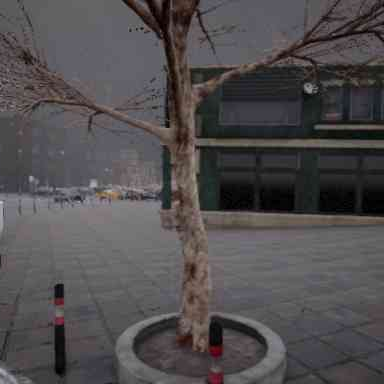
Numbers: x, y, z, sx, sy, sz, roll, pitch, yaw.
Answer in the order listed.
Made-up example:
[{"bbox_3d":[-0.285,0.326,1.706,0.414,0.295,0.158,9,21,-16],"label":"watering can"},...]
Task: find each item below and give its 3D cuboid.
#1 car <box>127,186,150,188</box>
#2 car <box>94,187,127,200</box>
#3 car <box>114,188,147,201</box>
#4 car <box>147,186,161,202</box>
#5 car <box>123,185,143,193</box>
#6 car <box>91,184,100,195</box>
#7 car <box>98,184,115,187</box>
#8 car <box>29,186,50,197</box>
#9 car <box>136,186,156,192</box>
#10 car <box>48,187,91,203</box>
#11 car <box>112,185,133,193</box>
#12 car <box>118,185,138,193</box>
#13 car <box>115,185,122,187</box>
[{"bbox_3d":[-9.648,0.161,61.287,1.882,1.535,5.008,2,2,17],"label":"car"},{"bbox_3d":[-12.523,0.356,51.321,1.882,1.535,5.008,2,1,16],"label":"car"},{"bbox_3d":[-9.436,0.503,51.208,2.033,1.411,5.357,2,1,16],"label":"car"},{"bbox_3d":[-4.108,0.401,52.736,4.553,1.767,2.185,2,2,16],"label":"car"},{"bbox_3d":[-15.324,-0.828,86.637,4.553,1.767,2.185,2,2,16],"label":"car"},{"bbox_3d":[-21.457,-0.232,65.457,4.892,1.521,2.231,2,2,16],"label":"car"},{"bbox_3d":[-19.949,-0.604,70.753,5.566,2.045,2.435,2,2,16],"label":"car"},{"bbox_3d":[-24.467,-0.147,54.837,4.553,1.767,2.185,2,1,16],"label":"car"},{"bbox_3d":[-13.067,-0.864,94.595,4.892,1.521,2.231,2,2,16],"label":"car"},{"bbox_3d":[-15.045,0.551,41.067,2.128,1.511,4.902,2,1,12],"label":"car"},{"bbox_3d":[-16.908,-0.716,81.356,4.553,1.767,2.185,2,2,16],"label":"car"},{"bbox_3d":[-16.146,-0.773,84.005,4.553,1.767,2.185,2,2,16],"label":"car"},{"bbox_3d":[-18.988,-0.410,73.351,5.366,1.575,1.946,2,2,16],"label":"car"}]
